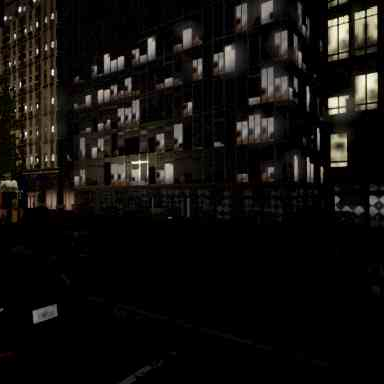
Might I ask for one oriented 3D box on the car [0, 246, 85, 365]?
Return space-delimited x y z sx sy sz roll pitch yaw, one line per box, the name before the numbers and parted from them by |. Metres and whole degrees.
car | -3.538 1.566 5.395 4.313 1.339 1.947 0 0 35
